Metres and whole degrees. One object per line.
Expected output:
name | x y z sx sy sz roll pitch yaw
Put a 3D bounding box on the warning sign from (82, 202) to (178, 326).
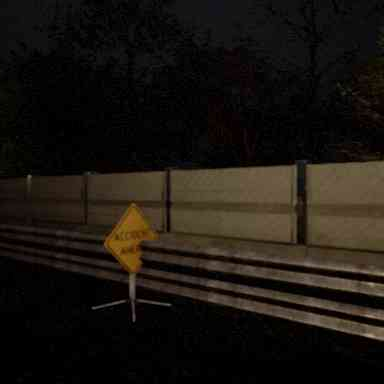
warning sign | -1.065 1.123 5.914 1.060 1.860 1.300 0 0 35
